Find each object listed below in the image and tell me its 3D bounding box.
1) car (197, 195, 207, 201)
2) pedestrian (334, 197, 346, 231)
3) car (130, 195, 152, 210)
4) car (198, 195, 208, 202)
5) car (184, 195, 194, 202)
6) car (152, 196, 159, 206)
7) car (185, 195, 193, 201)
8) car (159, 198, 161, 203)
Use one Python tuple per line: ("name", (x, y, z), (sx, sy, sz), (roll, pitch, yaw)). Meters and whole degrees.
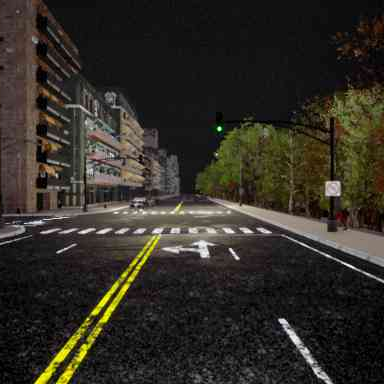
("car", (2.520, 1.491, 84.940), (2.128, 1.511, 4.902), (0, 0, 0))
("pedestrian", (7.817, 1.143, 17.766), (0.375, 1.860, 0.375), (0, 0, 0))
("car", (-6.978, 1.499, 44.057), (2.128, 1.511, 4.902), (0, 0, 0))
("car", (2.610, 1.544, 74.520), (2.128, 1.511, 4.902), (0, 0, 0))
("car", (-0.641, 1.544, 74.489), (2.128, 1.511, 4.902), (0, 0, 0))
("car", (-7.052, 1.365, 53.861), (2.097, 1.767, 4.553), (0, 0, -1))
("car", (-0.729, 1.490, 84.912), (1.812, 1.442, 4.674), (0, 0, 0))
("car", (-7.099, 1.620, 64.121), (1.895, 1.301, 4.718), (0, 0, 0))
